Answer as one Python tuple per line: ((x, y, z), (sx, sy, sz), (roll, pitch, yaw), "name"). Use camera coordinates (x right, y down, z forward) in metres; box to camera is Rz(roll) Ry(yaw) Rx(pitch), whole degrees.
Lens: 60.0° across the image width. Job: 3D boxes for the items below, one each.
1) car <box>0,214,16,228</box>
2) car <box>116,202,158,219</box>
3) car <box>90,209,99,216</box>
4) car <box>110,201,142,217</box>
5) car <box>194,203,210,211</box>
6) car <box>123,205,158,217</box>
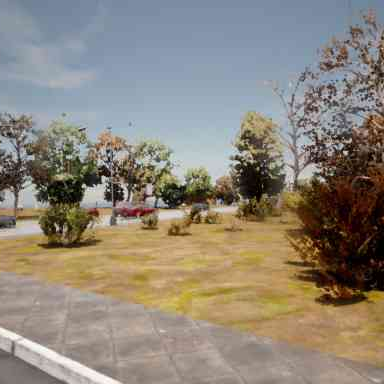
((-17.023, 2.455, 27.696), (1.994, 1.385, 4.181), (-3, -2, 34), "car")
((-5.907, 2.239, 38.173), (1.882, 1.535, 5.008), (-3, -2, 32), "car")
((-12.154, 2.387, 35.185), (1.882, 1.535, 5.008), (-3, -2, 33), "car")
((-8.937, 2.349, 46.885), (2.150, 2.045, 5.566), (-3, -2, 32), "car")
((1.418, 2.635, 56.652), (1.994, 1.385, 4.181), (-3, -2, 32), "car")
((-6.732, 2.481, 43.786), (1.812, 1.442, 4.674), (-3, -2, 32), "car")
